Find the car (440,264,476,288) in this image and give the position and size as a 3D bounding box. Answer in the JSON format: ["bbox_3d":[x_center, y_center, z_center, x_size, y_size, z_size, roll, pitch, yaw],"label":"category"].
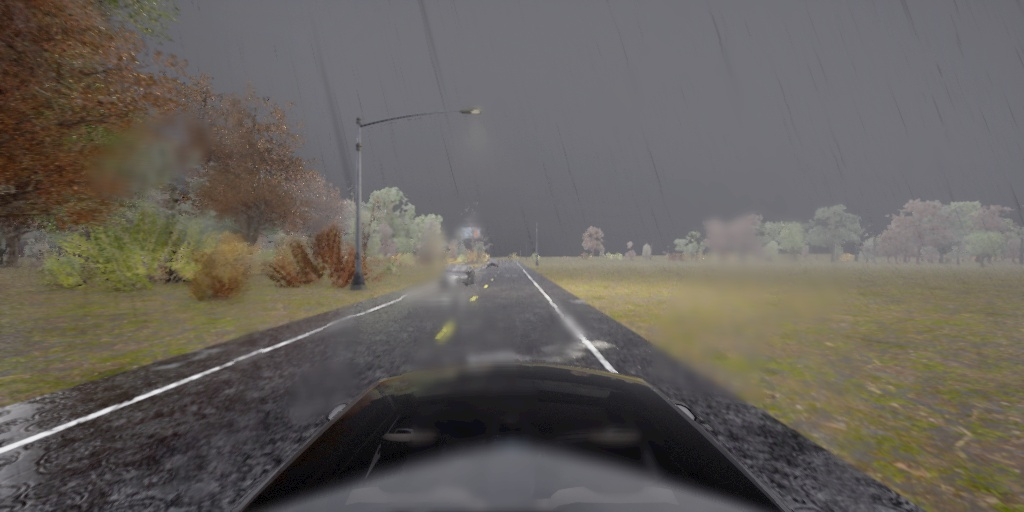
[{"bbox_3d":[-3.602,1.295,24.522,2.128,1.511,4.902,0,0,0],"label":"car"}]
